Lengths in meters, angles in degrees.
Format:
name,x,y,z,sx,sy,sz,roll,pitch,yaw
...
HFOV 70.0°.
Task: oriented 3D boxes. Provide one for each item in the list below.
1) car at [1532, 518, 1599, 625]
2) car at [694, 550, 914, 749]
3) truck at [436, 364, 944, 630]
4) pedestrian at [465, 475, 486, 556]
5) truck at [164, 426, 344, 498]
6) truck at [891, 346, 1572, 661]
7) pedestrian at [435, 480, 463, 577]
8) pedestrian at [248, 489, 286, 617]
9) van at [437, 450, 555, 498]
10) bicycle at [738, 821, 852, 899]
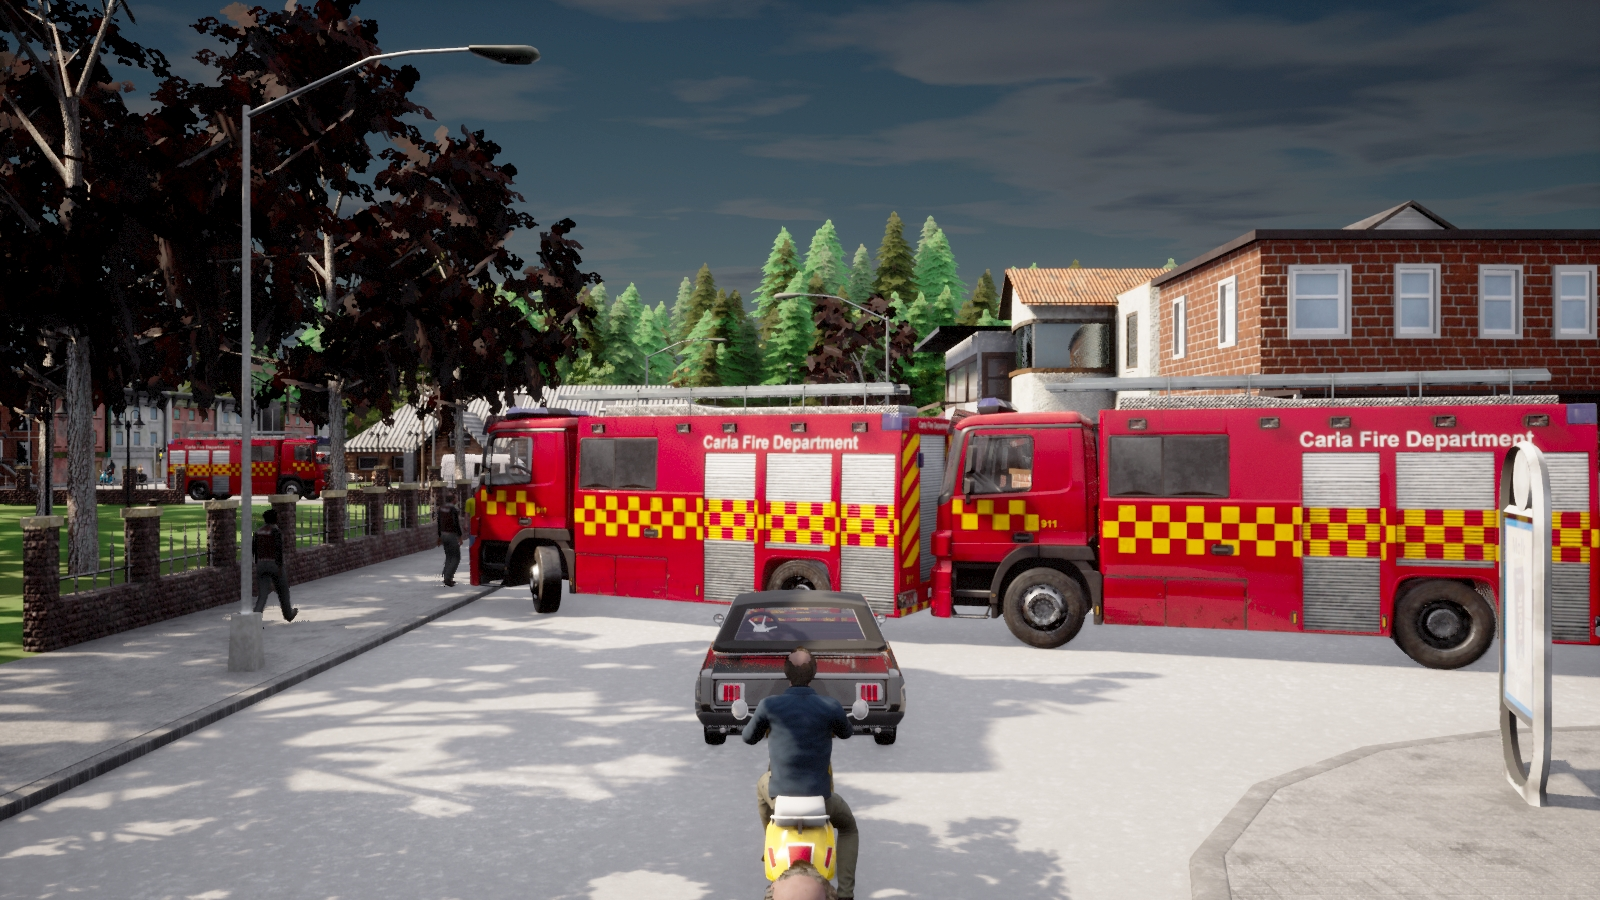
name,x,y,z,sx,sy,sz,roll,pitch,yaw
car,14.162,1.835,17.290,4.792,1.488,2.163,0,0,0
car,0.033,1.930,12.217,1.895,1.301,4.718,0,0,0
truck,-2.039,0.664,19.659,8.468,3.827,2.891,0,0,27
pedestrian,-7.596,1.514,26.723,0.375,1.860,0.375,0,0,-32
truck,-29.853,0.645,62.699,8.468,3.827,2.891,0,0,1
truck,5.788,0.661,16.565,8.468,3.827,2.891,0,0,18
pedestrian,-6.843,1.513,22.259,0.375,1.860,0.375,0,0,39
pedestrian,-7.919,1.518,16.981,0.375,1.860,0.375,0,0,10
van,-16.613,1.289,62.612,5.915,2.561,1.988,0,0,0
bicycle,-0.015,1.938,3.086,0.329,1.271,1.835,0,0,0
